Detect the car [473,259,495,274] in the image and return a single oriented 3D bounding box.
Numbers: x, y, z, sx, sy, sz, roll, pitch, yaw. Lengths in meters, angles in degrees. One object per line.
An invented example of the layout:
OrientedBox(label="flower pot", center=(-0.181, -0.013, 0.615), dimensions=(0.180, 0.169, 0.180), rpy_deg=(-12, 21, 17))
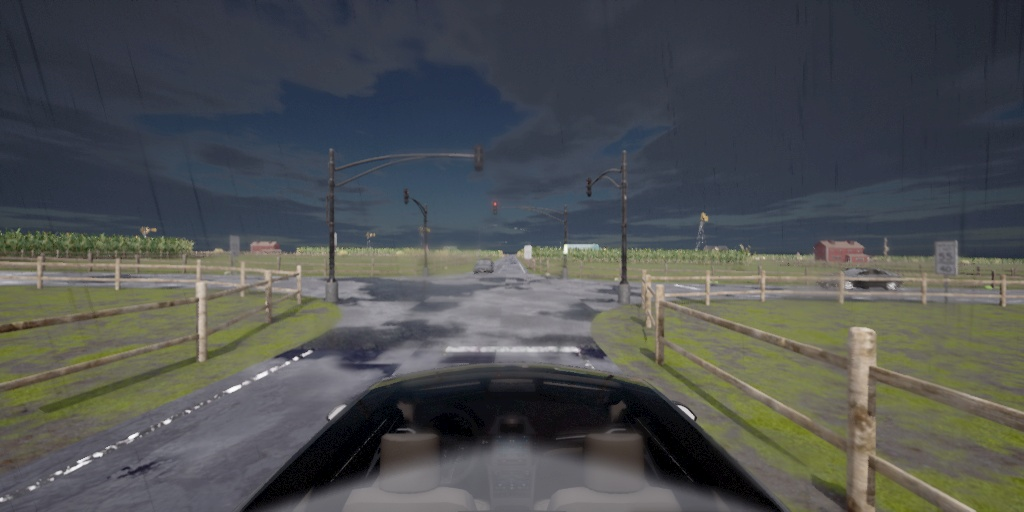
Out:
OrientedBox(label="car", center=(-2.771, 1.077, 36.119), dimensions=(1.837, 1.490, 4.892), rpy_deg=(0, 2, 0))

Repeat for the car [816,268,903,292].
OrientedBox(label="car", center=(23.494, 1.579, 24.362), dimensions=(4.892, 1.490, 1.837), rpy_deg=(1, 0, 0))
